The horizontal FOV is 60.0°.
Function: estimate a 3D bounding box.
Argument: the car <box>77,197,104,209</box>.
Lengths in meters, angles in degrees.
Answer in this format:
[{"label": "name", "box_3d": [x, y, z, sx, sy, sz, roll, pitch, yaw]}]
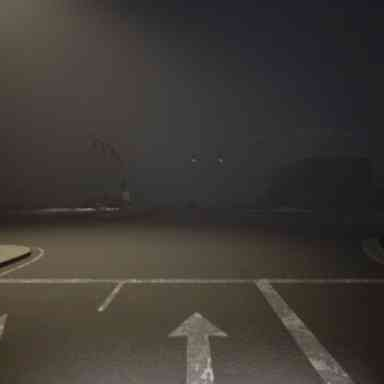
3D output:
[{"label": "car", "box_3d": [-15.083, 1.744, 49.832, 1.994, 1.385, 4.181, 0, 0, 0]}]

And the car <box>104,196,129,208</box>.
[{"label": "car", "box_3d": [-11.581, 1.732, 51.037, 2.033, 1.411, 5.357, 0, 0, 0]}]

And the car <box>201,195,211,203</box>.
[{"label": "car", "box_3d": [3.489, 1.877, 79.594, 1.895, 1.301, 4.718, 0, 0, 0]}]

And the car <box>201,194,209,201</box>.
[{"label": "car", "box_3d": [3.488, 1.560, 89.539, 2.097, 1.767, 4.553, 0, 0, 0]}]

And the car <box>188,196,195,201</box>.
[{"label": "car", "box_3d": [-0.012, 1.705, 89.568, 1.837, 1.490, 4.892, 0, 0, 0]}]

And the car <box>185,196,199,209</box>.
[{"label": "car", "box_3d": [-0.006, 1.702, 48.537, 1.812, 1.442, 4.674, 0, 0, 0]}]

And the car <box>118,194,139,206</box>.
[{"label": "car", "box_3d": [-11.513, 1.570, 60.156, 2.097, 1.767, 4.553, 0, 0, 0]}]

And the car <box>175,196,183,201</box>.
[{"label": "car", "box_3d": [-3.512, 1.757, 89.567, 1.994, 1.385, 4.181, 0, 0, 0]}]

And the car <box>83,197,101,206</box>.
[{"label": "car", "box_3d": [-18.508, 1.729, 61.961, 1.837, 1.490, 4.892, 0, 0, 0]}]

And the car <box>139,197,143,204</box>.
[{"label": "car", "box_3d": [-11.509, 1.755, 70.330, 1.837, 1.490, 4.892, 0, 0, 0]}]

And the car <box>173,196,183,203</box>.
[{"label": "car", "box_3d": [-3.511, 1.806, 79.563, 1.812, 1.442, 4.674, 0, 0, 0]}]

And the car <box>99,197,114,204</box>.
[{"label": "car", "box_3d": [-18.510, 1.761, 72.140, 1.837, 1.490, 4.892, 0, 0, 0]}]

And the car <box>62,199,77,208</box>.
[{"label": "car", "box_3d": [-18.567, 1.788, 51.810, 1.895, 1.301, 4.718, 0, 0, 0]}]
